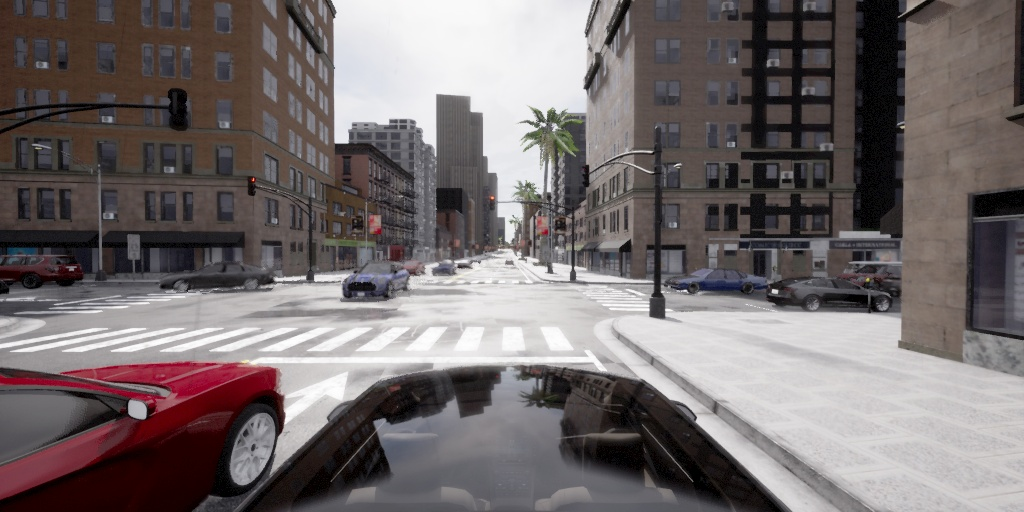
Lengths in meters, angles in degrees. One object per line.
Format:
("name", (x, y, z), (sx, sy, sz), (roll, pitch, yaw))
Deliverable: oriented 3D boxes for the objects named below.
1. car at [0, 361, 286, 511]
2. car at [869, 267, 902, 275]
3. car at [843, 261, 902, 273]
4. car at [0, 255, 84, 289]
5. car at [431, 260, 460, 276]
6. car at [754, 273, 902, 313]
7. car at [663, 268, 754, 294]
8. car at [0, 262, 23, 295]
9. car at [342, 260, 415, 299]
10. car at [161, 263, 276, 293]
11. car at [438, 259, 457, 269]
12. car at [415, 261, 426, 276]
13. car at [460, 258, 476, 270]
("car", (-3.144, 1.228, 1.475), (1.882, 1.535, 5.008), (0, 0, 1))
("car", (21.061, 1.463, 17.497), (4.902, 1.511, 2.128), (0, 1, 0))
("car", (21.175, 1.279, 20.670), (4.553, 1.767, 2.097), (0, 1, 0))
("car", (-27.280, 0.836, 19.908), (5.009, 1.841, 2.192), (0, 0, -9))
("car", (-6.860, 1.343, 36.470), (1.895, 1.301, 4.718), (0, 0, 0))
("car", (12.863, 1.514, 14.714), (4.313, 1.339, 1.948), (0, 0, 0))
("car", (11.705, 1.400, 20.659), (5.357, 1.411, 2.033), (0, 1, 0))
("car", (-24.034, 1.126, 14.575), (4.892, 1.490, 1.837), (1, 1, -9))
("car", (-6.713, 1.078, 18.160), (2.097, 1.767, 4.553), (0, 1, 0))
("car", (-15.844, 1.139, 19.613), (4.892, 1.490, 1.837), (0, 3, -29))
("car", (-10.248, 1.273, 57.362), (2.033, 1.411, 5.357), (0, 0, 0))
("car", (-10.105, 1.219, 36.386), (1.882, 1.535, 5.008), (0, 0, -1))
("car", (-6.981, 1.278, 53.368), (2.033, 1.411, 5.357), (0, 0, 0))
